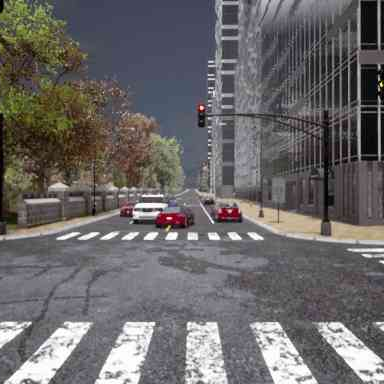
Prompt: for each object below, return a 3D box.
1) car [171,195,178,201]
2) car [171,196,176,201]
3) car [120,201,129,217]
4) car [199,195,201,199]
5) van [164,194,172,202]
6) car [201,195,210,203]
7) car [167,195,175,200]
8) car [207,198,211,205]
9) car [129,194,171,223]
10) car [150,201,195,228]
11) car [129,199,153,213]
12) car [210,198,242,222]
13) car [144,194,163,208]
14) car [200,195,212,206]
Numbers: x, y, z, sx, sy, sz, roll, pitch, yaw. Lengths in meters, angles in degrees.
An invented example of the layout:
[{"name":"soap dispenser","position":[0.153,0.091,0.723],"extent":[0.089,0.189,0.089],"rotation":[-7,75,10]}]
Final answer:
[{"name":"car","position":[-3.003,1.343,45.800],"extent":[2.097,1.767,4.553],"rotation":[0,0,0]},{"name":"car","position":[-3.031,1.520,35.590],"extent":[1.812,1.442,4.674],"rotation":[0,0,0]},{"name":"car","position":[-5.630,1.539,31.652],"extent":[1.887,1.381,4.507],"rotation":[0,0,0]},{"name":"car","position":[2.806,1.421,60.044],"extent":[1.967,1.590,4.097],"rotation":[0,0,0]},{"name":"van","position":[-5.542,1.295,77.117],"extent":[1.690,1.788,3.998],"rotation":[0,0,0]},{"name":"car","position":[2.828,1.489,71.579],"extent":[1.752,1.417,4.829],"rotation":[0,0,0]},{"name":"car","position":[-5.521,1.510,88.483],"extent":[1.802,1.307,4.206],"rotation":[0,0,0]},{"name":"car","position":[2.751,1.560,31.638],"extent":[1.947,1.339,4.313],"rotation":[0,0,0]},{"name":"car","position":[-3.055,1.217,25.436],"extent":[2.150,2.045,5.566],"rotation":[0,0,0]},{"name":"car","position":[-1.027,1.560,22.162],"extent":[1.994,1.385,4.181],"rotation":[0,0,10]},{"name":"car","position":[-5.619,1.544,37.335],"extent":[2.008,1.369,4.403],"rotation":[0,0,0]},{"name":"car","position":[2.740,1.436,25.958],"extent":[1.967,1.590,4.097],"rotation":[0,0,0]},{"name":"car","position":[-5.597,1.305,48.701],"extent":[2.192,1.841,5.009],"rotation":[0,0,0]},{"name":"car","position":[2.794,1.552,54.363],"extent":[1.947,1.339,4.313],"rotation":[0,0,0]}]
